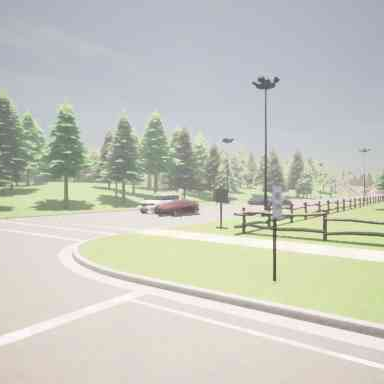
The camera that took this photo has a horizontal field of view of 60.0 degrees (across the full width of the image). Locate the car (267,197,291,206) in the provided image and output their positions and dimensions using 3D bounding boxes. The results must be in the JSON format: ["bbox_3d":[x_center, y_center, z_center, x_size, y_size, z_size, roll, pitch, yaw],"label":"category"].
[{"bbox_3d":[14.082,1.548,52.924,2.033,1.411,5.357,0,0,36],"label":"car"}]

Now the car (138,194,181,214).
[{"bbox_3d":[-3.126,1.221,34.637,2.150,2.045,5.566,0,0,35],"label":"car"}]

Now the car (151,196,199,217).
[{"bbox_3d":[-1.238,1.478,31.234,1.882,1.535,5.008,0,0,35],"label":"car"}]

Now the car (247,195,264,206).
[{"bbox_3d":[10.834,1.351,54.402,2.097,1.767,4.553,0,0,36],"label":"car"}]
